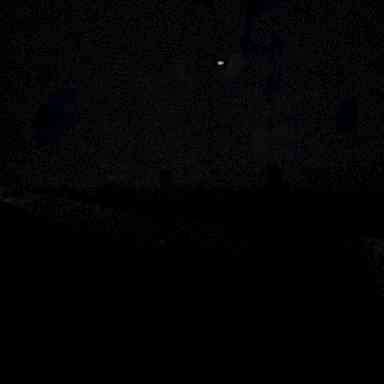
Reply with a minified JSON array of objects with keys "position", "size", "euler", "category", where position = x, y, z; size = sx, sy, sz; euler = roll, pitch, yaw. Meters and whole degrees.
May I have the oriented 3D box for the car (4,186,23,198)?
[{"position":[-24.600,-0.087,45.678],"size":[1.882,1.535,5.008],"euler":[-4,4,-36],"category":"car"}]
